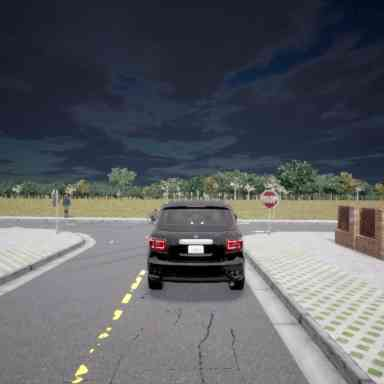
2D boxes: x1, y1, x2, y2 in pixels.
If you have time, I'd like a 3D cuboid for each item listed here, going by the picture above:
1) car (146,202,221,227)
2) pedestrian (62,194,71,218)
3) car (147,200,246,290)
[{"bbox_3d":[-0.562,1.530,22.820,4.892,1.490,1.837,1,0,0],"label":"car"},{"bbox_3d":[-9.696,1.069,25.675,0.375,1.860,0.375,0,-1,0],"label":"pedestrian"},{"bbox_3d":[0.123,1.223,9.230,2.150,2.045,5.566,0,0,1],"label":"car"}]
